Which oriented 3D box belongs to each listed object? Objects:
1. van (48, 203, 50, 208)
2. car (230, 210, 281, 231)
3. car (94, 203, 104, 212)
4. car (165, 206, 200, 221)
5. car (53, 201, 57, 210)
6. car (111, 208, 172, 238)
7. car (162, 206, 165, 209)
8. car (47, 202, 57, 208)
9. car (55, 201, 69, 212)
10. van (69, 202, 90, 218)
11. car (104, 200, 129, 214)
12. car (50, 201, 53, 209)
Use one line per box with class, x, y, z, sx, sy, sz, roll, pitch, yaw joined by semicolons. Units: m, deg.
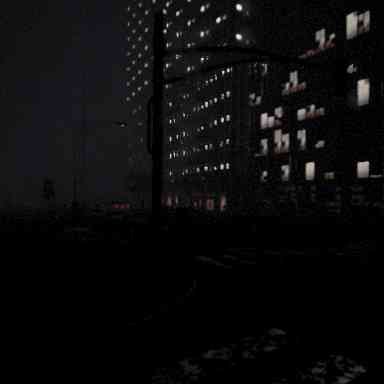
van;-28.568;2.748;69.896;1.690;1.788;3.998;0;-1;-27
car;4.349;1.957;23.524;2.008;1.369;4.403;0;-1;-27
car;-15.231;2.581;56.209;1.882;1.535;5.008;1;-1;-27
car;-0.739;2.182;33.556;1.947;1.339;4.313;0;-1;-27
car;-23.401;2.704;59.711;1.752;1.417;4.829;0;-1;-27
car;-3.124;1.869;19.734;2.008;1.369;4.403;0;-1;-27
car;-3.283;2.289;38.572;1.947;1.339;4.313;0;-1;-27
car;-33.653;3.178;79.924;1.887;1.381;4.507;0;-1;-27
car;-20.933;2.622;54.846;2.008;1.369;4.403;0;-1;-27
van;-13.304;2.084;39.802;1.690;1.788;3.998;0;-1;-27
car;-10.414;2.119;46.790;2.150;2.045;5.566;1;-1;-26
car;-26.021;2.839;64.878;1.887;1.381;4.507;0;-1;-27
